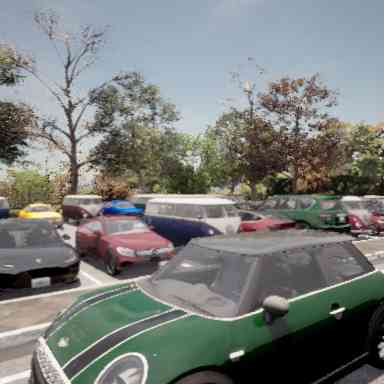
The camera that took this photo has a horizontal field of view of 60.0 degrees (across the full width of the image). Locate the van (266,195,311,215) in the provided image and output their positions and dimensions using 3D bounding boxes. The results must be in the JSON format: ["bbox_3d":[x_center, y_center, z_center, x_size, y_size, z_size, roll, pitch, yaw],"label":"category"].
[{"bbox_3d":[10.348,1.374,35.817,1.878,1.987,4.442,1,0,-35],"label":"van"}]

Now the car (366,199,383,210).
[{"bbox_3d":[28.562,1.836,48.655,2.097,1.535,5.008,1,0,-35],"label":"car"}]

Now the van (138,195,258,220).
[{"bbox_3d":[0.007,1.214,12.103,1.878,1.987,4.442,0,0,-35],"label":"van"}]

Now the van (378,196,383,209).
[{"bbox_3d":[30.899,1.642,50.181,1.878,1.987,4.442,1,-1,-36],"label":"van"}]

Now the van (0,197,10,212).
[{"bbox_3d":[-12.098,1.243,19.827,1.878,1.987,4.442,0,0,-35],"label":"van"}]

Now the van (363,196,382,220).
[{"bbox_3d":[6.777,1.228,16.926,1.878,1.987,4.442,1,0,-35],"label":"van"}]

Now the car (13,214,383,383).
[{"bbox_3d":[0.553,1.347,4.080,4.553,1.767,2.097,0,0,-35],"label":"car"}]

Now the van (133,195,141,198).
[{"bbox_3d":[-3.059,1.198,25.979,1.878,1.987,4.442,0,0,-35],"label":"van"}]

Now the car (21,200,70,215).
[{"bbox_3d":[-9.664,1.450,21.190,1.946,1.575,5.366,0,0,-35],"label":"car"}]

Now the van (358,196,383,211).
[{"bbox_3d":[26.243,1.581,47.140,1.878,1.987,4.442,1,0,-35],"label":"van"}]

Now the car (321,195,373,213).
[{"bbox_3d":[19.560,1.467,42.201,2.435,2.045,5.566,1,0,-35],"label":"car"}]

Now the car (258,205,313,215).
[{"bbox_3d":[2.189,1.454,13.837,2.163,1.488,4.792,0,0,-35],"label":"car"}]

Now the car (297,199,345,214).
[{"bbox_3d":[15.031,1.660,39.003,2.097,1.535,5.008,1,0,-35],"label":"car"}]

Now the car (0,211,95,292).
[{"bbox_3d":[-4.565,1.500,8.953,2.163,1.488,4.792,0,0,-35],"label":"car"}]

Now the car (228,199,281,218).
[{"bbox_3d":[6.007,1.542,32.574,2.097,1.535,5.008,1,0,-35],"label":"car"}]

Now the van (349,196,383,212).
[{"bbox_3d":[24.122,1.551,45.343,1.878,1.987,4.442,1,0,-35],"label":"van"}]

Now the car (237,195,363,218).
[{"bbox_3d":[4.432,1.173,15.434,2.435,2.045,5.566,1,0,-35],"label":"car"}]

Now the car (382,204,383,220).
[{"bbox_3d":[8.966,1.523,18.633,2.002,1.452,4.674,1,0,-35],"label":"car"}]

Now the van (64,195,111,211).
[{"bbox_3d":[-7.450,1.212,22.850,1.878,1.987,4.442,0,0,-35],"label":"van"}]

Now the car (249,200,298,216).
[{"bbox_3d":[8.261,1.612,34.184,2.002,1.452,4.674,1,0,-35],"label":"car"}]

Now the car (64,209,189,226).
[{"bbox_3d":[-2.322,1.495,10.591,2.002,1.452,4.674,0,0,-35],"label":"car"}]

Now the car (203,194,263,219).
[{"bbox_3d":[3.665,1.261,30.877,2.435,2.045,5.566,1,0,-35],"label":"car"}]

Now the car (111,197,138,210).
[{"bbox_3d":[-5.264,1.423,24.558,2.097,1.535,5.008,0,0,-35],"label":"car"}]

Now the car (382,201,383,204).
[{"bbox_3d":[11.232,1.512,20.237,2.097,1.535,5.008,1,0,-35],"label":"car"}]

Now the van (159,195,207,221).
[{"bbox_3d":[-0.830,1.229,27.853,1.878,1.987,4.442,1,0,-35],"label":"van"}]

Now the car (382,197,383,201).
[{"bbox_3d":[13.510,1.416,21.828,2.185,1.767,4.553,1,0,-35],"label":"car"}]
